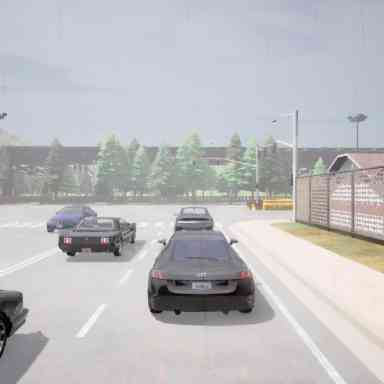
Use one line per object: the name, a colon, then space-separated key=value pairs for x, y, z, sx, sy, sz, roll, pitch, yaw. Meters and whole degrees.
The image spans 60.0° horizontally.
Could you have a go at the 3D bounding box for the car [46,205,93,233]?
car: x=-6.997 y=1.553 z=19.911 sx=1.812 sy=1.442 sz=4.674 roll=0 pitch=0 yaw=0

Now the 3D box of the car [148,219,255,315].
car: x=0.147 y=1.564 z=7.653 sx=1.994 sy=1.385 sz=4.181 roll=0 pitch=0 yaw=-1

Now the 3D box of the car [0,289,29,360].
car: x=-3.399 y=1.547 z=2.579 sx=2.033 sy=1.411 sz=5.357 roll=0 pitch=0 yaw=0

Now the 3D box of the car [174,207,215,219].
car: x=0.119 y=1.492 z=16.556 sx=2.128 sy=1.511 sz=4.902 roll=0 pitch=0 yaw=1

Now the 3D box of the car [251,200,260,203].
car: x=11.752 y=1.601 z=52.362 sx=4.718 sy=1.301 sz=1.895 roll=0 pitch=0 yaw=-2

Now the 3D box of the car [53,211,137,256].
car: x=-3.398 y=1.601 z=12.973 sx=1.895 sy=1.301 sz=4.718 roll=0 pitch=0 yaw=0

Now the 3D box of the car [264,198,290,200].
car: x=12.289 y=1.601 z=45.343 sx=4.718 sy=1.301 sz=1.895 roll=0 pitch=0 yaw=-3
